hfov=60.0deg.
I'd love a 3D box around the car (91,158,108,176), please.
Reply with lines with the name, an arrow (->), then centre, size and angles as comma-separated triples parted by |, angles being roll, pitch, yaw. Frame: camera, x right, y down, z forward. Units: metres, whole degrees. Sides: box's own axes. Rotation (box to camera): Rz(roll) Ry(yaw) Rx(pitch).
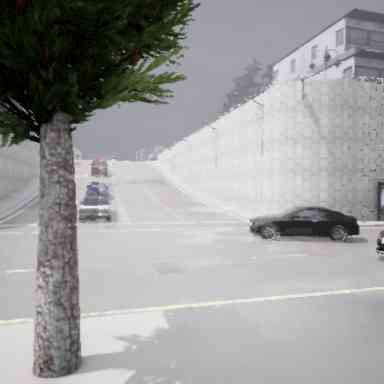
car -> -13.436, -3.657, 48.399 | 2.150, 2.045, 5.566 | 0, 12, -16

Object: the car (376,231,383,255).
car -> 8.203, 1.408, 10.454 | 4.902, 1.511, 2.128 | 0, 1, -15

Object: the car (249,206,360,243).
car -> 4.885, 1.357, 14.739 | 4.674, 1.442, 1.812 | 1, 1, 5

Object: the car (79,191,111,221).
car -> -6.263, 0.980, 21.637 | 1.895, 1.301, 4.718 | 0, 5, -14

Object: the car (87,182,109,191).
car -> -8.873, -0.166, 31.401 | 1.812, 1.442, 4.674 | 1, 5, -15
